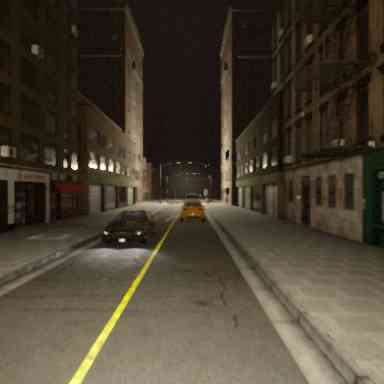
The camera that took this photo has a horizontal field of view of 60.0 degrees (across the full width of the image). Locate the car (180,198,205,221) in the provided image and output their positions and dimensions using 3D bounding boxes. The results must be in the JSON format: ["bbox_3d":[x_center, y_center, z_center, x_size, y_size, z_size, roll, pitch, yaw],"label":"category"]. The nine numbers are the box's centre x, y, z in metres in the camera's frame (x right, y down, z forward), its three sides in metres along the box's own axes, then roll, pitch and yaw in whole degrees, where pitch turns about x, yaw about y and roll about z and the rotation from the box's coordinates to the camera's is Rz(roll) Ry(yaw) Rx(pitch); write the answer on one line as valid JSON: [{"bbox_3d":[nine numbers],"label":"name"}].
[{"bbox_3d":[0.073,1.491,27.433,1.882,1.535,5.008,0,0,0],"label":"car"}]

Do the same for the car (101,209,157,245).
[{"bbox_3d":[-2.782,1.551,15.966,2.033,1.411,5.357,0,0,1],"label":"car"}]

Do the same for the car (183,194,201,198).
[{"bbox_3d":[0.070,1.261,43.937,2.150,2.045,5.566,0,0,0],"label":"car"}]

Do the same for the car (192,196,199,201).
[{"bbox_3d":[0.895,1.710,91.379,1.752,1.417,4.829,0,0,0],"label":"car"}]
